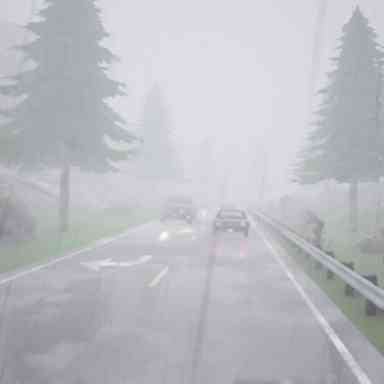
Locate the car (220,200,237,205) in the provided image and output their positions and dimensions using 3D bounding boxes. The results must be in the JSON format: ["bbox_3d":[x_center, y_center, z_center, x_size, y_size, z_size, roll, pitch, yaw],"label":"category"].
[{"bbox_3d":[4.348,1.651,39.774,1.812,1.442,4.674,1,0,6],"label":"car"}]

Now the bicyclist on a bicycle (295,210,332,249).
[{"bbox_3d":[5.108,1.596,14.156,1.656,1.620,0.582,1,0,7],"label":"bicyclist on a bicycle"}]

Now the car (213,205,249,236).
[{"bbox_3d":[2.230,1.664,19.019,1.895,1.301,4.718,2,0,7],"label":"car"}]

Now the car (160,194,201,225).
[{"bbox_3d":[-0.862,1.198,24.503,2.150,2.045,5.566,2,0,6],"label":"car"}]

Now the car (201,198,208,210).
[{"bbox_3d":[1.135,1.589,44.100,1.812,1.442,4.674,2,0,8],"label":"car"}]
